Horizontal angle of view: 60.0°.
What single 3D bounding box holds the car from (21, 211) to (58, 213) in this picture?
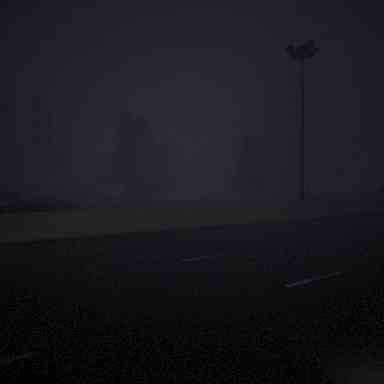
[{"bbox_3d":[-11.357,1.211,21.564,5.008,1.535,1.882,-1,1,-35],"label":"car"}]
